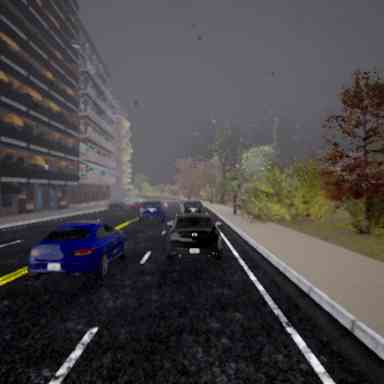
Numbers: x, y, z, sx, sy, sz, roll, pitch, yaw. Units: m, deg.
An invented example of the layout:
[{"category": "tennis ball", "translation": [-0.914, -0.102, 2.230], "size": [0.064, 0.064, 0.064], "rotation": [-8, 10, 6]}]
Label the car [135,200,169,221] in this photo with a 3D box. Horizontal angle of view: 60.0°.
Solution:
[{"category": "car", "translation": [-3.161, 1.468, 28.188], "size": [2.097, 1.767, 4.553], "rotation": [0, 0, 0]}]

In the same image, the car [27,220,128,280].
[{"category": "car", "translation": [-3.175, 1.565, 9.983], "size": [1.812, 1.442, 4.674], "rotation": [0, 0, 0]}]

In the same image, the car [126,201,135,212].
[{"category": "car", "translation": [-6.652, 1.778, 42.245], "size": [1.895, 1.301, 4.718], "rotation": [0, 0, -1]}]

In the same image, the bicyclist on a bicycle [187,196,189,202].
[{"category": "bicyclist on a bicycle", "translation": [-1.049, 1.805, 86.180], "size": [0.582, 1.620, 1.656], "rotation": [0, 0, -4]}]

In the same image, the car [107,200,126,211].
[{"category": "car", "translation": [-9.924, 1.750, 44.168], "size": [1.994, 1.385, 4.181], "rotation": [0, 0, -1]}]

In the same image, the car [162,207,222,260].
[{"category": "car", "translation": [0.086, 1.557, 12.656], "size": [1.837, 1.490, 4.892], "rotation": [0, 0, 0]}]

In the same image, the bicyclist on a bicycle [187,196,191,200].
[{"category": "bicyclist on a bicycle", "translation": [-0.430, 1.688, 77.120], "size": [0.659, 1.776, 1.843], "rotation": [0, 0, -4]}]

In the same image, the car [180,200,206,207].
[{"category": "car", "translation": [0.089, 1.469, 28.203], "size": [2.097, 1.767, 4.553], "rotation": [0, 0, 0]}]
